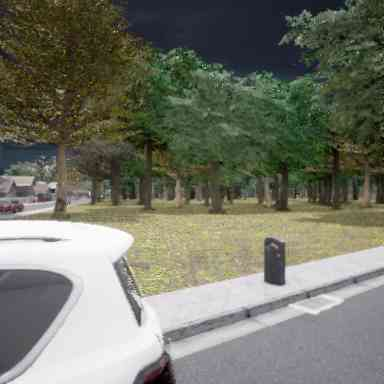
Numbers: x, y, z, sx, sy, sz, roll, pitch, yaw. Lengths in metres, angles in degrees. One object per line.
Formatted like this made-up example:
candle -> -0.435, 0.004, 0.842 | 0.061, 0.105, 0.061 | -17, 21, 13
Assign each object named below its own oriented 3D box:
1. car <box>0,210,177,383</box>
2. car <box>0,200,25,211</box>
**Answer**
car -> -2.686, 1.224, 1.275 | 5.566, 2.045, 2.150 | 0, 0, -34
car -> -22.505, 1.757, 41.427 | 2.097, 1.767, 4.553 | 0, -1, -12
